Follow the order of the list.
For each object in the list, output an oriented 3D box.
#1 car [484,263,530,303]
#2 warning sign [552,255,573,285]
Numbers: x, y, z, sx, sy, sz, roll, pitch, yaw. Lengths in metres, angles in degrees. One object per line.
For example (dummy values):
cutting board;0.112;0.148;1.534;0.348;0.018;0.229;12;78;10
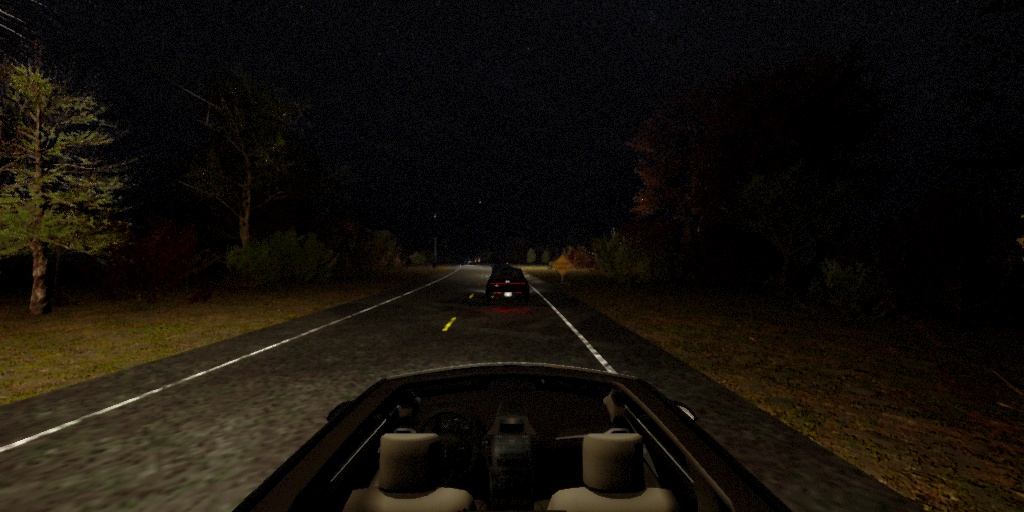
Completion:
car;-0.227;1.264;16.599;1.837;1.490;4.892;0;0;-2
warning sign;3.122;0.859;22.299;1.300;1.860;1.060;0;0;-2
